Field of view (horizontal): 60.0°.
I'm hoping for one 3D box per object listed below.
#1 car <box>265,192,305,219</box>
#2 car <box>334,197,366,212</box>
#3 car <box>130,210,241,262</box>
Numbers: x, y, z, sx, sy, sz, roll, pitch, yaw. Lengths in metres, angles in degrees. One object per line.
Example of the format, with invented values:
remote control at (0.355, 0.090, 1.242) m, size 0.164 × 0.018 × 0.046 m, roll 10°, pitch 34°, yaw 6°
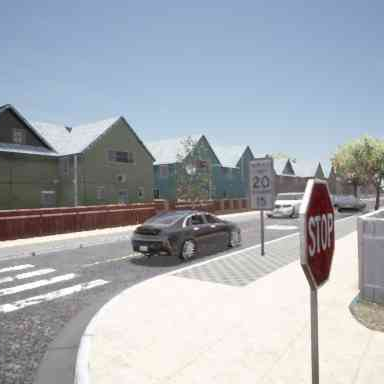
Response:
car at (8.035, 1.078, 27.586) m, size 2.150 × 2.045 × 5.566 m, roll -2°, pitch -1°, yaw 37°
car at (16.169, 1.283, 33.509) m, size 1.994 × 1.385 × 4.181 m, roll -2°, pitch -1°, yaw 37°
car at (-0.004, 1.424, 11.934) m, size 1.837 × 1.490 × 4.892 m, roll -2°, pitch -1°, yaw 37°
